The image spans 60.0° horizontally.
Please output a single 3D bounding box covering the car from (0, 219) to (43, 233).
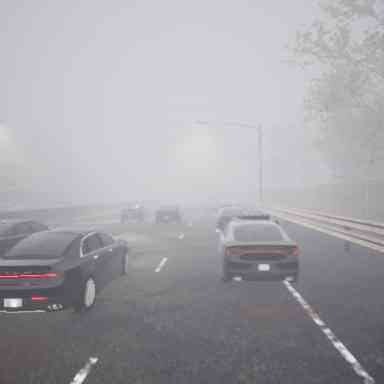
[{"bbox_3d":[-6.120,1.673,11.517,1.882,1.535,5.008,-1,-1,3],"label":"car"}]

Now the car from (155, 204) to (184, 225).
[{"bbox_3d":[-1.704,1.733,26.625,1.882,1.535,5.008,-1,0,3],"label":"car"}]

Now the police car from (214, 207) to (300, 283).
[{"bbox_3d":[1.750,1.483,9.964,1.930,1.638,5.238,-1,0,3],"label":"police car"}]

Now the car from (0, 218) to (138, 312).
[{"bbox_3d":[-2.826,1.618,7.964,1.837,1.490,4.892,-1,-1,3],"label":"car"}]

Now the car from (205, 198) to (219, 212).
[{"bbox_3d":[2.762,1.886,44.223,2.033,1.411,5.357,-1,0,4],"label":"car"}]

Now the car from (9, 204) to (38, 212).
[{"bbox_3d":[-21.922,2.249,43.583,1.812,1.442,4.674,-1,0,4],"label":"car"}]

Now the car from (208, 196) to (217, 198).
[{"bbox_3d":[3.887,1.711,63.129,2.150,2.045,5.566,-1,-1,3],"label":"car"}]

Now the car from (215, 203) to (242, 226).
[{"bbox_3d":[2.704,1.685,25.826,1.837,1.490,4.892,-1,0,3],"label":"car"}]

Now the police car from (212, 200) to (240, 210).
[{"bbox_3d":[2.349,1.559,19.947,1.930,1.638,5.238,-1,0,3],"label":"police car"}]

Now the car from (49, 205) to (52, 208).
[{"bbox_3d":[-18.230,2.043,46.573,2.097,1.767,4.553,-1,-1,4],"label":"car"}]

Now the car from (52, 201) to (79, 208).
[{"bbox_3d":[-15.050,2.157,41.170,1.994,1.385,4.181,-1,-1,3],"label":"car"}]

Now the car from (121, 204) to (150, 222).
[{"bbox_3d":[-5.014,1.828,29.925,2.128,1.511,4.902,-1,0,3],"label":"car"}]
